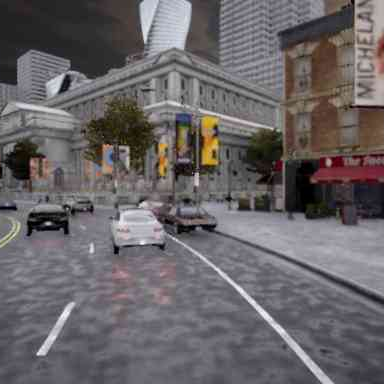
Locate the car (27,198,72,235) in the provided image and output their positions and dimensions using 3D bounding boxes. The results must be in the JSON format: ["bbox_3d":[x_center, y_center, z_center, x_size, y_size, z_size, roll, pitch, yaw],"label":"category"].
[{"bbox_3d":[-7.657,1.302,17.776,1.882,1.535,5.008,0,1,-23],"label":"car"}]

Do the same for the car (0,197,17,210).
[{"bbox_3d":[-20.168,1.233,35.171,1.994,1.385,4.181,-1,1,-45],"label":"car"}]

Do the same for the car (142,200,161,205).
[{"bbox_3d":[-2.730,1.273,22.950,2.002,1.452,4.674,0,1,-27],"label":"car"}]

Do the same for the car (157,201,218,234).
[{"bbox_3d":[-0.329,1.398,17.748,1.895,1.301,4.718,0,1,-17],"label":"car"}]

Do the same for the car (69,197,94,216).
[{"bbox_3d":[-10.105,1.199,29.031,2.128,1.511,4.902,0,1,-35],"label":"car"}]

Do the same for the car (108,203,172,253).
[{"bbox_3d":[-2.253,1.386,13.122,1.812,1.442,4.674,0,1,-16],"label":"car"}]
